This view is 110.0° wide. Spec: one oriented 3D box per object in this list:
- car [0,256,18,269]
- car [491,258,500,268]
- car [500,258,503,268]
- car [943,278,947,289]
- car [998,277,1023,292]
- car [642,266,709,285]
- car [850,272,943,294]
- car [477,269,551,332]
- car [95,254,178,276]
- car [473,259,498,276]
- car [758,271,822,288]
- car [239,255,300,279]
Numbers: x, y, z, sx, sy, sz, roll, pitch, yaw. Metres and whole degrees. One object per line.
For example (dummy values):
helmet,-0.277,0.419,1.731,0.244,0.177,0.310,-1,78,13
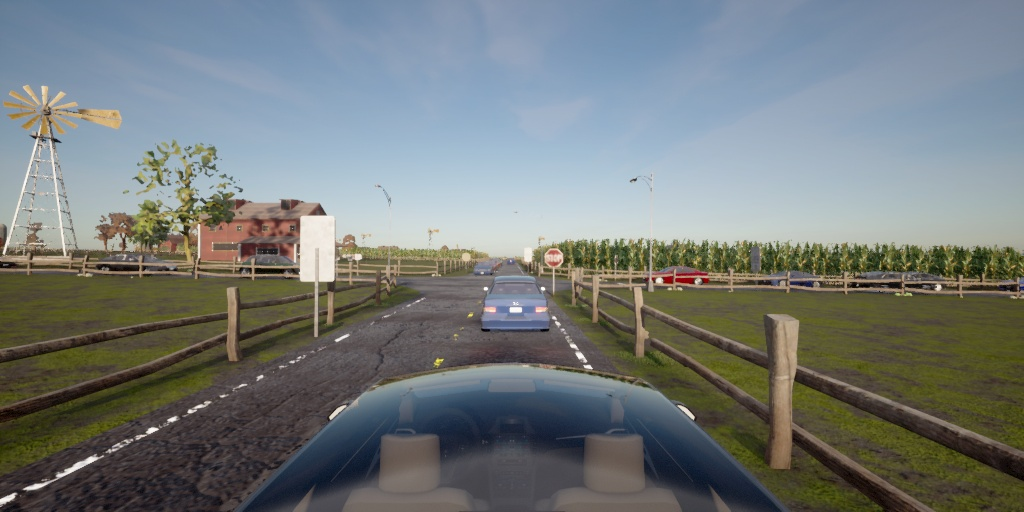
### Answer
car,-39.541,0.328,26.307,5.008,1.535,1.882,1,-1,0
car,-2.949,1.303,48.680,1.812,1.442,4.674,0,0,0
car,-2.951,1.143,60.357,2.097,1.767,4.553,0,0,0
car,31.777,2.046,28.816,4.892,1.490,1.837,1,-1,0
car,42.292,2.260,28.721,5.008,1.535,1.882,1,-1,1
car,13.143,1.588,28.930,5.008,1.535,1.882,1,-1,0
car,27.416,1.912,25.898,4.892,1.490,1.837,1,-1,0
car,0.081,1.300,10.851,2.033,1.411,5.357,0,0,0
car,-27.303,0.623,26.221,4.902,1.511,2.128,1,-1,0
car,-2.929,1.314,37.734,2.033,1.411,5.357,0,0,0
car,22.344,1.888,28.885,4.181,1.385,1.994,1,-1,0
car,-17.094,0.721,26.162,4.553,1.767,2.097,1,-1,0
